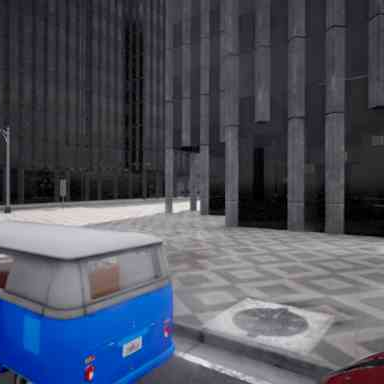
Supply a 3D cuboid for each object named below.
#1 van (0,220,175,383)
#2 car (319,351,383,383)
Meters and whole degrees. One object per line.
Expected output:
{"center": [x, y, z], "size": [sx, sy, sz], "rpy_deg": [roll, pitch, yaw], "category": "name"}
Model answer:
{"center": [-2.113, 1.341, 4.467], "size": [3.998, 1.788, 1.690], "rpy_deg": [0, 0, 35], "category": "van"}
{"center": [2.388, 1.440, 1.264], "size": [4.097, 1.590, 1.967], "rpy_deg": [0, 0, 35], "category": "car"}
